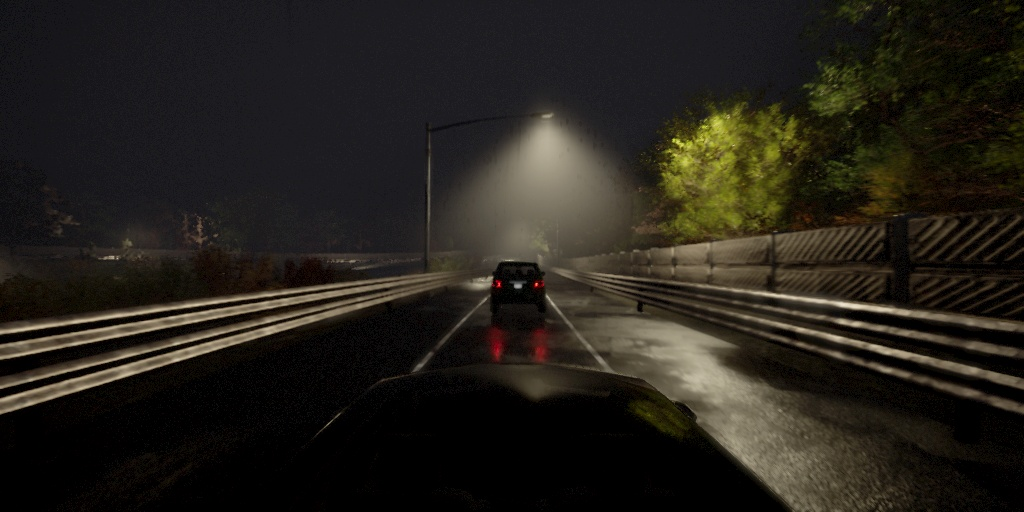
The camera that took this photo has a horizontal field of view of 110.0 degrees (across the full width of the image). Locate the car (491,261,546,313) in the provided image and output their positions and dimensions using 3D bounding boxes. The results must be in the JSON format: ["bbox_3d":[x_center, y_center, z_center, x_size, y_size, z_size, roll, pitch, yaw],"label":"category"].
[{"bbox_3d":[0.296,1.251,15.811,2.150,2.045,5.566,0,-1,2],"label":"car"}]
